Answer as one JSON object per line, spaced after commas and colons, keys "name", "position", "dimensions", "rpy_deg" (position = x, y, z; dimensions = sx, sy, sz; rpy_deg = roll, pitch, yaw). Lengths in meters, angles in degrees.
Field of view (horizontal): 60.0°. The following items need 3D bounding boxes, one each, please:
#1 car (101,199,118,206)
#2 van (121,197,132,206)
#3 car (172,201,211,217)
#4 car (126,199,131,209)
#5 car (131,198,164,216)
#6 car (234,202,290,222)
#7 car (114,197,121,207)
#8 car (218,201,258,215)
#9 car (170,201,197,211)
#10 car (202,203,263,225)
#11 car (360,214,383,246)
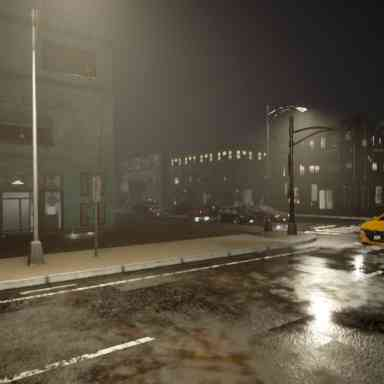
{"name": "car", "position": [-17.270, 2.225, 69.596], "dimensions": [1.887, 1.381, 4.507], "rpy_deg": [-1, 0, -35]}
{"name": "van", "position": [-10.856, 1.904, 60.577], "dimensions": [1.690, 1.788, 3.998], "rpy_deg": [-1, 0, -35]}
{"name": "car", "position": [-0.295, 1.894, 35.756], "dimensions": [1.994, 1.385, 4.181], "rpy_deg": [-1, 0, -37]}
{"name": "car", "position": [-6.392, 1.996, 44.358], "dimensions": [2.033, 1.411, 5.357], "rpy_deg": [-1, 0, -35]}
{"name": "car", "position": [-4.842, 1.844, 37.678], "dimensions": [1.967, 1.590, 4.097], "rpy_deg": [-1, 0, -35]}
{"name": "car", "position": [5.514, 1.762, 27.614], "dimensions": [2.033, 1.411, 5.357], "rpy_deg": [-1, 0, -36]}
{"name": "car", "position": [-14.066, 1.937, 65.087], "dimensions": [2.192, 1.841, 5.009], "rpy_deg": [-1, 0, -35]}
{"name": "car", "position": [5.197, 1.807, 38.030], "dimensions": [2.008, 1.369, 4.403], "rpy_deg": [-2, 0, -35]}
{"name": "car", "position": [-1.221, 1.963, 47.049], "dimensions": [1.802, 1.307, 4.206], "rpy_deg": [-2, 0, -35]}
{"name": "car", "position": [3.108, 1.812, 26.302], "dimensions": [1.947, 1.339, 4.313], "rpy_deg": [-2, 0, -35]}
{"name": "car", "position": [9.147, 1.474, 14.215], "dimensions": [5.008, 1.535, 1.882], "rpy_deg": [0, 0, -35]}
